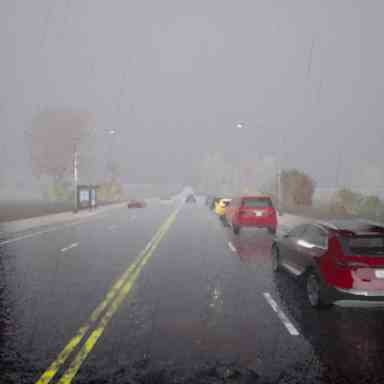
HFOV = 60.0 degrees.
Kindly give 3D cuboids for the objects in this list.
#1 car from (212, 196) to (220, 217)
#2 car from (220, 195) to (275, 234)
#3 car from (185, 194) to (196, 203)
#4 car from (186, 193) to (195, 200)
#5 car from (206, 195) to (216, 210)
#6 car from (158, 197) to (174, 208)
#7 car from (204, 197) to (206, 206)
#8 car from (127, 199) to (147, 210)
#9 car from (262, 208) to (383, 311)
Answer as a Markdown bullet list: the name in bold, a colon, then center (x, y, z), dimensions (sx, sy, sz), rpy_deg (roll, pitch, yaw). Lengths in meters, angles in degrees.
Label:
- **car**: center (3.155, 1.389, 29.748), dimensions (1.882, 1.535, 5.008), rpy_deg (0, 0, 0)
- **car**: center (3.165, 1.168, 18.897), dimensions (2.150, 2.045, 5.566), rpy_deg (0, 0, -2)
- **car**: center (-0.243, 1.322, 60.755), dimensions (1.812, 1.442, 4.674), rpy_deg (0, 0, 0)
- **car**: center (-0.335, 1.141, 78.714), dimensions (1.882, 1.535, 5.008), rpy_deg (0, 0, 0)
- **car**: center (3.101, 1.377, 40.749), dimensions (1.837, 1.490, 4.892), rpy_deg (0, 0, 0)
- **car**: center (-3.498, 1.384, 45.170), dimensions (1.812, 1.442, 4.674), rpy_deg (0, 0, 0)
- **car**: center (3.047, 1.184, 51.718), dimensions (2.097, 1.767, 4.553), rpy_deg (0, 0, 0)
- **car**: center (-6.742, 1.474, 41.234), dimensions (1.895, 1.301, 4.718), rpy_deg (0, 0, 0)
- **car**: center (3.242, 1.410, 7.733), dimensions (2.033, 1.649, 4.856), rpy_deg (0, 0, 0)
